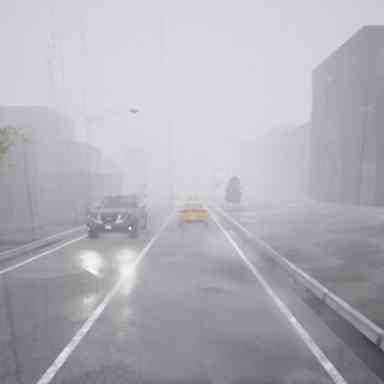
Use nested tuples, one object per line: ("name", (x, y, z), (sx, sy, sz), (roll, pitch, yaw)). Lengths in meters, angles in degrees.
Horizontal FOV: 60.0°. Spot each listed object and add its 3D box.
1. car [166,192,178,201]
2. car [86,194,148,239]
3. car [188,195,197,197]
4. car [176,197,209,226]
("car", (-3.485, 0.821, 59.496), (1.882, 1.535, 5.008), (0, 1, 1))
("car", (-3.595, 1.126, 17.030), (2.150, 2.045, 5.566), (0, 1, 0))
("car", (0.097, 1.124, 42.663), (1.994, 1.385, 4.181), (0, 1, 0))
("car", (0.106, 1.322, 22.182), (1.882, 1.535, 5.008), (0, 1, 0))
